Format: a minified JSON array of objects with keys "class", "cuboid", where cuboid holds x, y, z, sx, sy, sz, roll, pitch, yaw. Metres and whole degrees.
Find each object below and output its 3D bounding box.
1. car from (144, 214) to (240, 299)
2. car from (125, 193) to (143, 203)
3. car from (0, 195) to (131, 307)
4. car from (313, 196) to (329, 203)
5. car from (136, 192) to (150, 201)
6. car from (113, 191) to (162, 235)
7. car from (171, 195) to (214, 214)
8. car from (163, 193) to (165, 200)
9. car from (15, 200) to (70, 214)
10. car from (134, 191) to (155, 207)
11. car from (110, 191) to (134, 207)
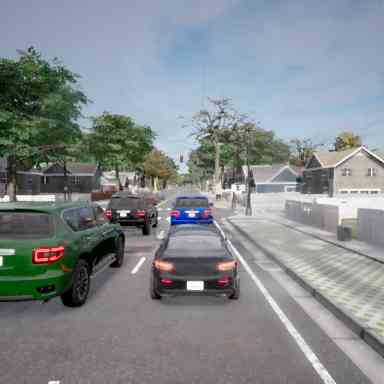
[{"class":"car","cuboid":[0.071,1.513,8.281,1.812,1.442,4.674,0,0,0]},{"class":"car","cuboid":[-9.799,1.043,56.641,2.128,1.511,4.902,0,1,0]},{"class":"car","cuboid":[-3.183,1.209,8.089,2.150,2.045,5.566,0,0,1]},{"class":"car","cuboid":[13.299,1.198,34.458,4.902,1.511,2.128,0,1,-2]},{"class":"car","cuboid":[-9.725,0.853,66.615,2.128,1.511,4.902,0,1,1]},{"class":"car","cuboid":[-3.215,1.158,18.441,2.150,2.045,5.566,0,0,1]},{"class":"car","cuboid":[0.033,1.159,18.314,2.150,2.045,5.566,0,0,1]},{"class":"car","cuboid":[-6.485,0.857,66.436,2.128,1.511,4.902,0,1,1]},{"class":"car","cuboid":[-15.189,1.529,33.978,4.718,1.301,1.895,0,1,0]},{"class":"car","cuboid":[-6.567,0.888,46.907,2.150,2.045,5.566,0,1,0]},{"class":"car","cuboid":[-9.818,0.888,46.962,2.150,2.045,5.566,0,1,0]}]
